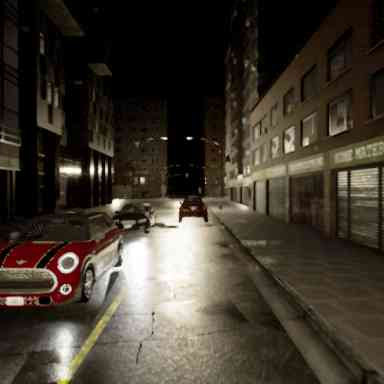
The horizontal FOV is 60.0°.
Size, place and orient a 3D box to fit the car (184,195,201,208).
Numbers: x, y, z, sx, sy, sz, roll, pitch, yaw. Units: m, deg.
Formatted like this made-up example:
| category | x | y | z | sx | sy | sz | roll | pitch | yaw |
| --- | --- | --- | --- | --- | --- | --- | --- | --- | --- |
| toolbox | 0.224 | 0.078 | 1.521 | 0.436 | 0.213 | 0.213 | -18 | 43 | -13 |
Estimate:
| category | x | y | z | sx | sy | sz | roll | pitch | yaw |
| --- | --- | --- | --- | --- | --- | --- | --- | --- | --- |
| car | 0.062 | 1.192 | 44.552 | 2.128 | 1.511 | 4.902 | 0 | 0 | 0 |

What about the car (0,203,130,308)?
| category | x | y | z | sx | sy | sz | roll | pitch | yaw |
| --- | --- | --- | --- | --- | --- | --- | --- | --- | --- |
| car | -3.074 | 1.296 | 8.047 | 2.097 | 1.767 | 4.553 | 0 | 0 | 0 |

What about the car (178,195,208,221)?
| category | x | y | z | sx | sy | sz | roll | pitch | yaw |
| --- | --- | --- | --- | --- | --- | --- | --- | --- | --- |
| car | 0.086 | 1.178 | 25.215 | 2.097 | 1.767 | 4.553 | 0 | 0 | 0 |

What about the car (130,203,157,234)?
| category | x | y | z | sx | sy | sz | roll | pitch | yaw |
| --- | --- | --- | --- | --- | --- | --- | --- | --- | --- |
| car | -3.067 | 1.364 | 18.427 | 2.128 | 1.511 | 4.902 | 0 | 0 | 0 |
